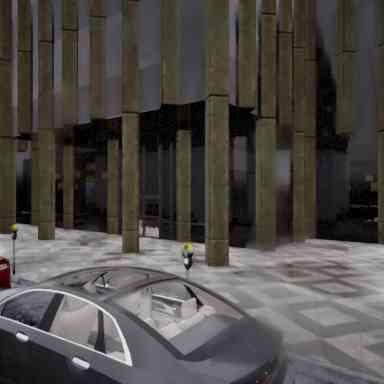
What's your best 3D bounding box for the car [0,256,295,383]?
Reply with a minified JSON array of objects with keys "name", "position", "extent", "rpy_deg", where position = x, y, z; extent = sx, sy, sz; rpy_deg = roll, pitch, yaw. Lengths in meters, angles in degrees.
[{"name":"car","position":[-1.120,1.551,3.767],"extent":[4.403,1.369,2.008],"rpy_deg":[0,0,36]}]
